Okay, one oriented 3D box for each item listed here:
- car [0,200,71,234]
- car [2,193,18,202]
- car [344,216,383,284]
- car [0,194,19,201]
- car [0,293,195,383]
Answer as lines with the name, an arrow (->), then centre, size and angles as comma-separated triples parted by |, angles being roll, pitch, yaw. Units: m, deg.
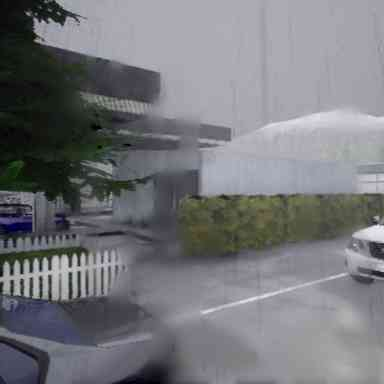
car -> -9.015, 1.469, 17.998 | 4.611, 1.667, 2.242 | 0, 0, -36
car -> -38.324, 1.119, 69.963 | 2.152, 1.636, 5.027 | 0, 0, -36
car -> 6.162, 1.187, 8.381 | 5.566, 2.045, 2.150 | 0, 0, -36
car -> -25.577, 1.337, 47.247 | 1.970, 1.475, 3.806 | 0, 0, -36
car -> -2.551, 1.551, 2.168 | 5.357, 1.411, 2.033 | 0, 0, -35
